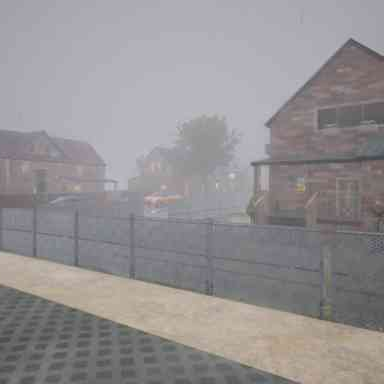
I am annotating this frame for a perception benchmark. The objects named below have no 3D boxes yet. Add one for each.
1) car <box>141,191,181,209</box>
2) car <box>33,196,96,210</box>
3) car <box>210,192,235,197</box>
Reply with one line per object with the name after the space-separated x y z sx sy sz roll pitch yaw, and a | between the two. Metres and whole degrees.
-3.054 0.683 33.050 2.097 1.767 4.553 1 2 35 | car
-9.247 1.088 24.313 1.837 1.490 4.892 1 2 35 | car
4.264 0.635 43.346 1.895 1.301 4.718 1 2 36 | car
